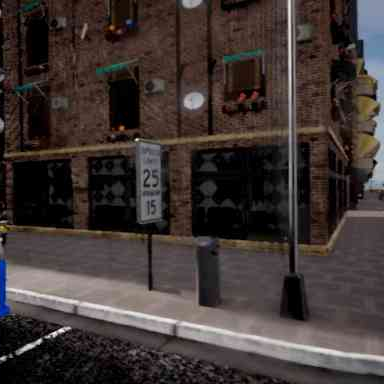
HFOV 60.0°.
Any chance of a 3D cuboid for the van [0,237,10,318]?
[{"bbox_3d":[-4.748,1.289,5.229,3.998,1.788,1.690,0,1,27],"label":"van"}]
